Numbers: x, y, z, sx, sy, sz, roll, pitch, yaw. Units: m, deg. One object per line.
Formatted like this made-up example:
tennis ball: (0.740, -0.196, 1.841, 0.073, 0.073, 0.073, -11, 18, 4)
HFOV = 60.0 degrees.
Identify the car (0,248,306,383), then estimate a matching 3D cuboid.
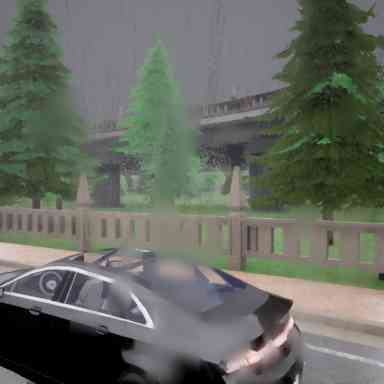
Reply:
car: (-1.148, 1.492, 4.221, 4.902, 1.511, 2.128, 0, 0, 33)
